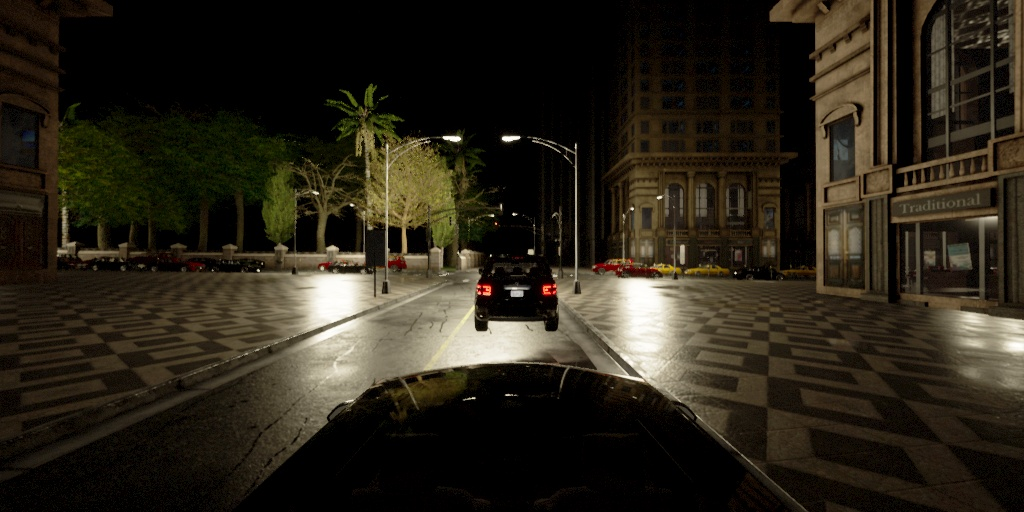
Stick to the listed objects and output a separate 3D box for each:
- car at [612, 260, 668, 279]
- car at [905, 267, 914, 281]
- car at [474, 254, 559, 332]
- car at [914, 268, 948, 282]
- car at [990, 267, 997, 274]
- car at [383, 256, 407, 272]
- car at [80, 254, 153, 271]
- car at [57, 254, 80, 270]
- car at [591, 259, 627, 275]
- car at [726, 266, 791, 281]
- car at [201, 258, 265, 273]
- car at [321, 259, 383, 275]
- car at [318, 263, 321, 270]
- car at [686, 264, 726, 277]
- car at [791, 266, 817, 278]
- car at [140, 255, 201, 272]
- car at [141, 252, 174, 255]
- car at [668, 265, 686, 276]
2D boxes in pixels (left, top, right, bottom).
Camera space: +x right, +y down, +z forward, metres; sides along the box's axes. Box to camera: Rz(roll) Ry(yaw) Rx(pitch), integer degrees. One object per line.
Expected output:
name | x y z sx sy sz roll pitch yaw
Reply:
car | 11.882 1.378 33.533 4.097 1.591 1.967 0 0 0
car | 34.042 1.795 33.446 4.313 1.339 1.948 0 0 0
car | 0.111 0.971 11.037 2.150 2.045 5.566 0 0 0
car | 39.582 1.881 33.425 4.207 1.307 1.802 0 0 0
car | 45.123 1.806 33.403 4.097 1.591 1.967 0 0 0
car | -14.933 0.918 42.164 5.009 1.841 2.192 0 0 0
car | -37.051 0.772 33.725 4.403 1.370 2.007 0 0 0
car | -42.574 0.717 33.747 4.207 1.307 1.802 0 0 0
car | 11.906 1.301 42.059 5.009 1.841 2.192 0 0 0
car | 22.962 1.652 33.490 4.313 1.339 1.948 0 0 0
car | -26.002 0.957 33.682 4.313 1.339 1.948 0 0 0
car | -14.955 1.105 33.639 4.403 1.370 2.007 0 0 0
car | -20.457 1.066 42.186 4.507 1.381 1.888 0 0 0
car | 22.817 1.660 42.016 4.829 1.417 1.751 0 0 0
car | 33.898 1.803 41.972 4.829 1.417 1.751 0 0 0
car | -31.527 0.851 33.704 4.507 1.381 1.888 0 0 0
car | -42.552 0.497 42.272 5.009 1.841 2.192 0 0 0
car | 17.277 1.586 42.038 4.829 1.417 1.751 0 0 0
